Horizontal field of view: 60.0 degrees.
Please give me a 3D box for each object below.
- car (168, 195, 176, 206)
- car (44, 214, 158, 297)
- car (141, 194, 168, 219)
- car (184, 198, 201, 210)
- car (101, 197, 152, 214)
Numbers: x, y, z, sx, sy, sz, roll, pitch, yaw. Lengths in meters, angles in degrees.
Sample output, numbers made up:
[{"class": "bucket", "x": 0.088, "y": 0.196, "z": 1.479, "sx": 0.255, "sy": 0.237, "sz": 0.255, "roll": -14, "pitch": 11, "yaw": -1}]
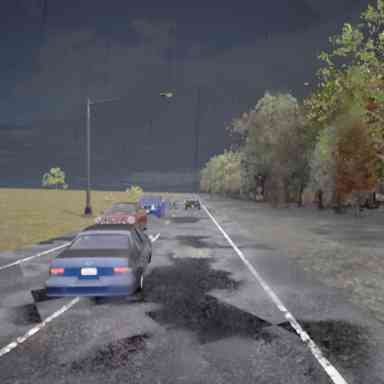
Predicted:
[{"class": "car", "x": -3.606, "y": 1.326, "z": 52.230, "sx": 2.097, "sy": 1.767, "sz": 4.553, "roll": 0, "pitch": 0, "yaw": 0}, {"class": "car", "x": -2.096, "y": 1.545, "z": 8.770, "sx": 2.033, "sy": 1.411, "sz": 5.357, "roll": 0, "pitch": 0, "yaw": -4}, {"class": "car", "x": -3.609, "y": 1.212, "z": 29.348, "sx": 2.150, "sy": 2.045, "sz": 5.566, "roll": 0, "pitch": 0, "yaw": 0}, {"class": "car", "x": 0.088, "y": 1.486, "z": 42.832, "sx": 1.837, "sy": 1.490, "sz": 4.892, "roll": 0, "pitch": 0, "yaw": 0}, {"class": "car", "x": -3.678, "y": 1.347, "z": 17.796, "sx": 2.097, "sy": 1.767, "sz": 4.553, "roll": 0, "pitch": 0, "yaw": 1}]
